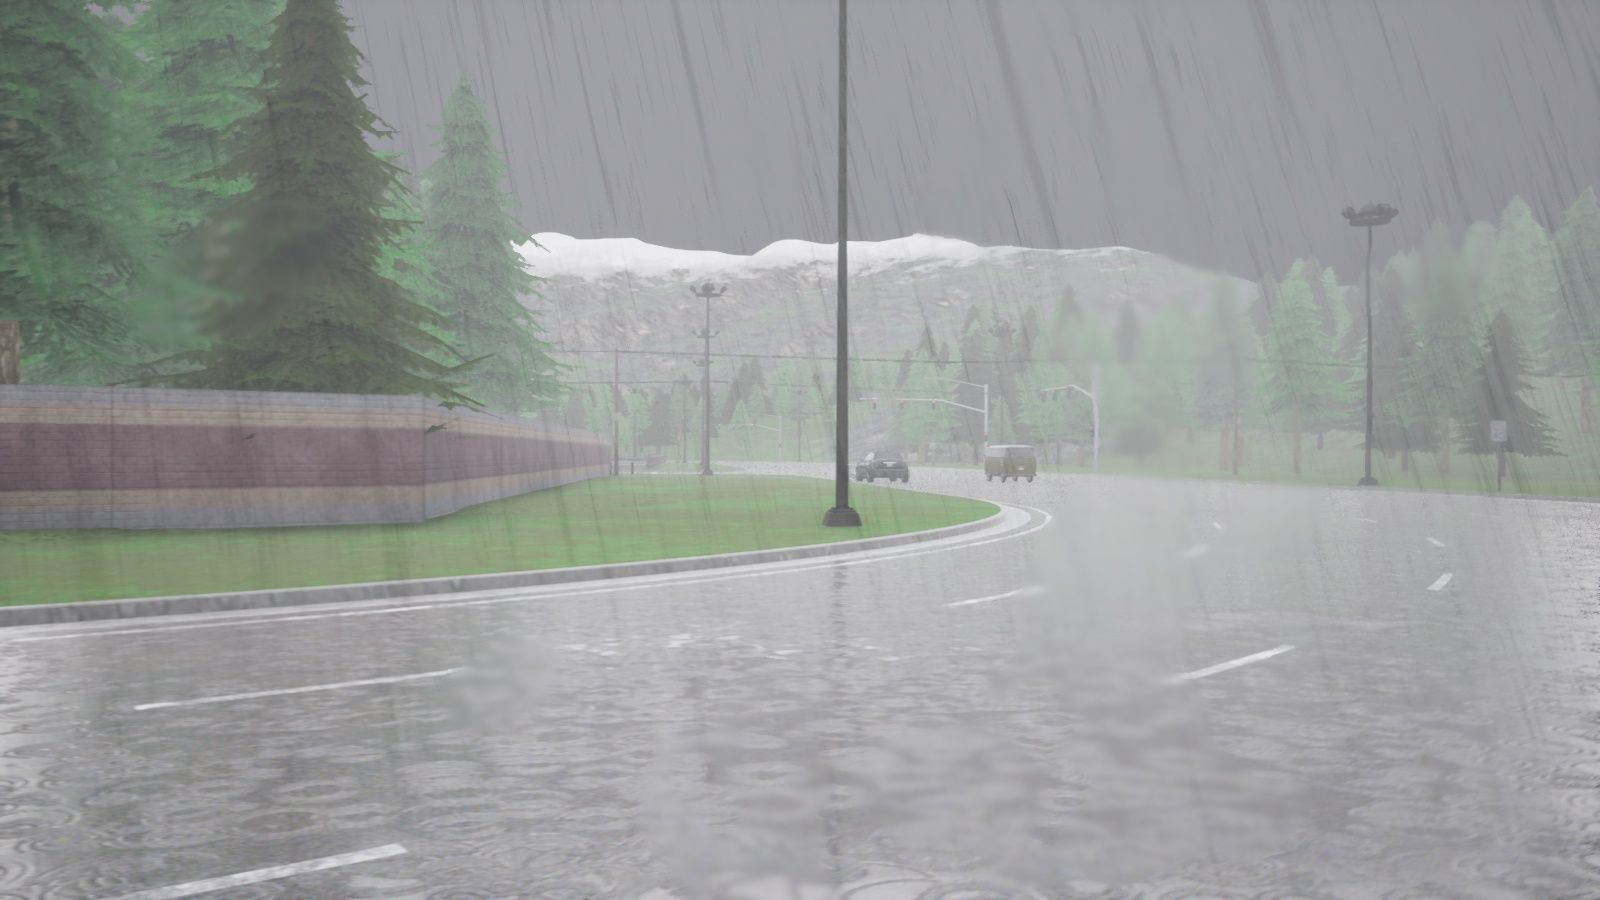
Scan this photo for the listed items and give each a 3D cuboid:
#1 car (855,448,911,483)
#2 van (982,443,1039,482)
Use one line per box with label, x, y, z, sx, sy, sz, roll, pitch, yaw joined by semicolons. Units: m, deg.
car;4.295;0.784;65.872;2.097;1.767;4.553;0;0;-8
van;11.202;0.665;67.036;1.775;1.987;4.442;0;0;-8
